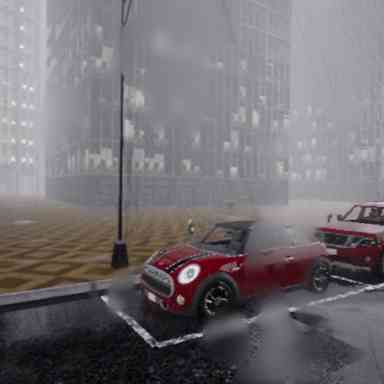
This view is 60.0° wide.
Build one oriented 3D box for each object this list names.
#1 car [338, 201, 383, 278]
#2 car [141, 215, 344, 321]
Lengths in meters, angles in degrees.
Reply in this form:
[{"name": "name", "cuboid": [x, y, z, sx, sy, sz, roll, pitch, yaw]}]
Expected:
[{"name": "car", "cuboid": [5.785, 1.219, 9.975, 5.009, 1.841, 2.192, 0, 1, -32]}, {"name": "car", "cuboid": [0.987, 1.349, 7.000, 4.097, 1.590, 1.967, 0, 1, -32]}]
